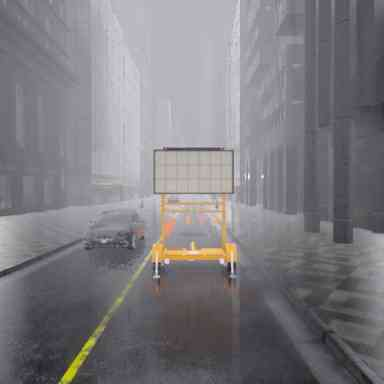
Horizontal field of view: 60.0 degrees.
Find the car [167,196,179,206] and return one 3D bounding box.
[{"bbox_3d":[-3.109,1.416,55.422,1.882,1.535,5.008,0,0,0],"label":"car"}]

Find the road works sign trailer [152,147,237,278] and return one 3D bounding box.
[{"bbox_3d":[0.047,0.460,10.120,2.380,3.560,2.880,0,0,-1],"label":"road works sign trailer"}]

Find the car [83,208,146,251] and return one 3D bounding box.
[{"bbox_3d":[-3.105,1.497,14.150,1.837,1.490,4.892,0,0,0],"label":"car"}]
